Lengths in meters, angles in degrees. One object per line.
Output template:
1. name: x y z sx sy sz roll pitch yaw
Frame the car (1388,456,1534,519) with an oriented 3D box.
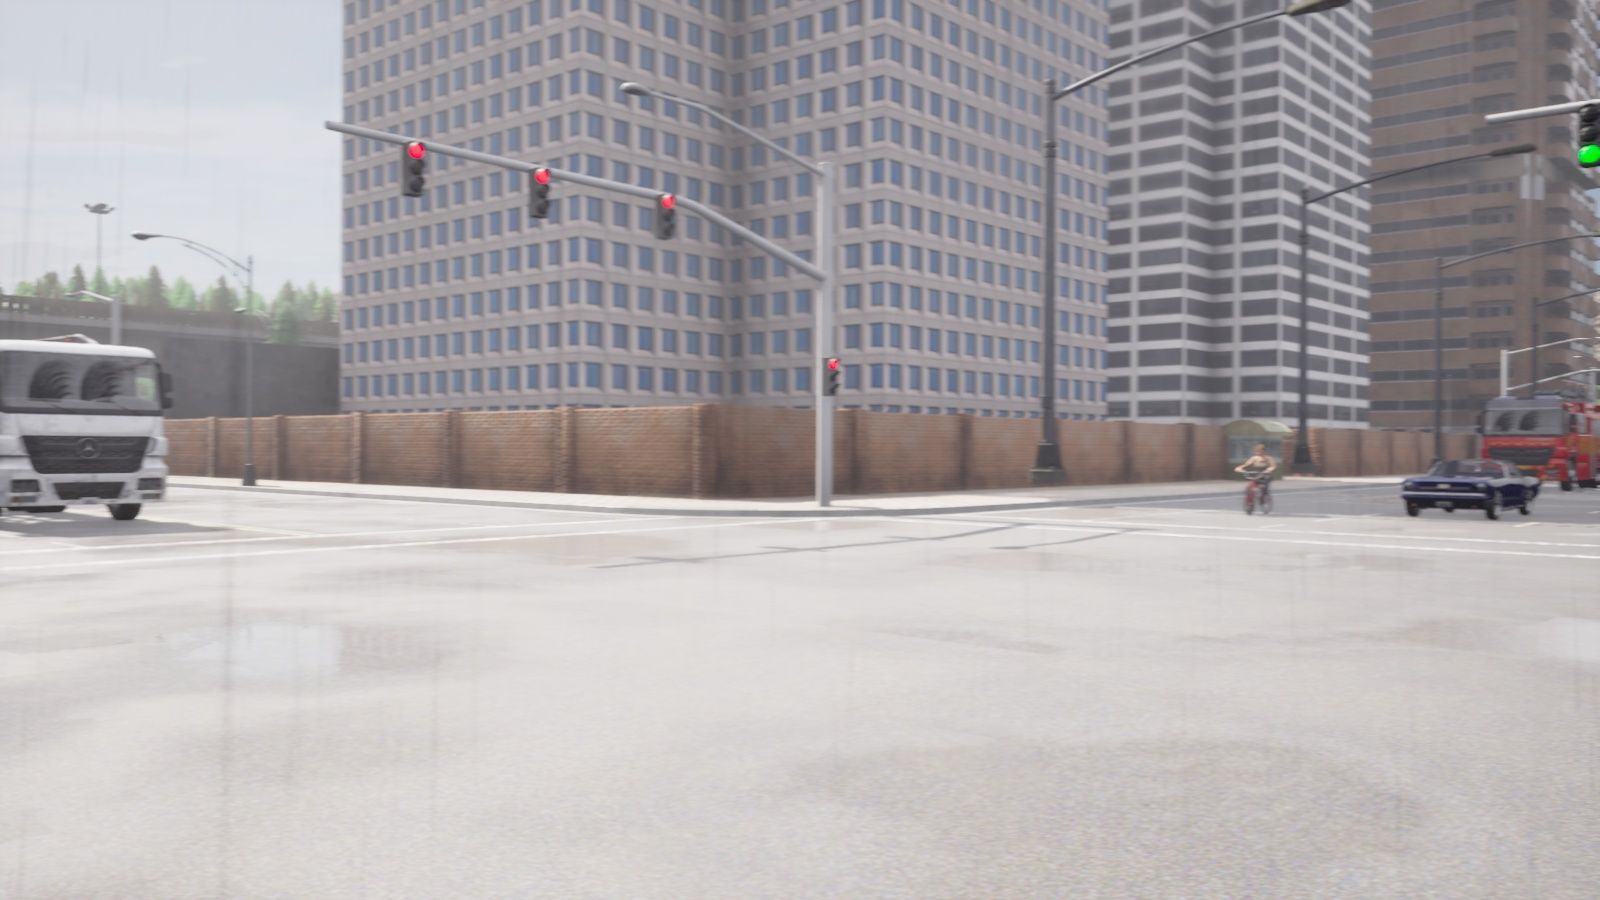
1. car: 15.275 0.792 28.901 1.895 1.301 4.718 0 0 42

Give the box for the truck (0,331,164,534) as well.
1. truck: -15.848 -0.308 25.059 7.936 3.462 2.891 0 0 41

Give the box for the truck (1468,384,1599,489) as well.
1. truck: 29.200 -0.506 49.761 2.891 3.827 8.468 0 0 42

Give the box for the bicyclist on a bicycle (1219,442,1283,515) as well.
1. bicyclist on a bicycle: 10.228 0.625 28.482 0.866 1.612 1.509 0 0 42
